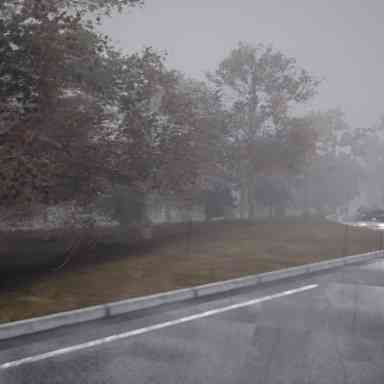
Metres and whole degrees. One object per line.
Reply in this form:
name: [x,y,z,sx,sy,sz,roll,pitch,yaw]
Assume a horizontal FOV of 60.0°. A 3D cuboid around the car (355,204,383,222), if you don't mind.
car: [15.411,1.778,28.959,2.033,1.411,5.357,0,0,20]
